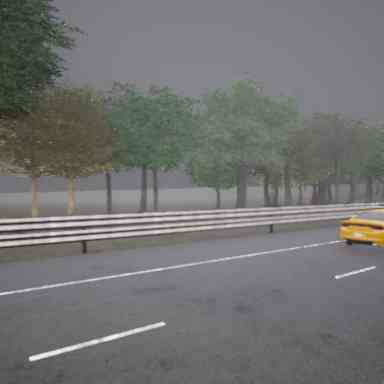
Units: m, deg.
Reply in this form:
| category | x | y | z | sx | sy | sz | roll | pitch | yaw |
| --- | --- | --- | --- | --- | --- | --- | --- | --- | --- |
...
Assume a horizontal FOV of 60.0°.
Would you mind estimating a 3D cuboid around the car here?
| category | x | y | z | sx | sy | sz | roll | pitch | yaw |
| --- | --- | --- | --- | --- | --- | --- | --- | --- | --- |
| car | 8.252 | 1.461 | 13.939 | 5.008 | 1.535 | 1.882 | 0 | 0 | -35 |
